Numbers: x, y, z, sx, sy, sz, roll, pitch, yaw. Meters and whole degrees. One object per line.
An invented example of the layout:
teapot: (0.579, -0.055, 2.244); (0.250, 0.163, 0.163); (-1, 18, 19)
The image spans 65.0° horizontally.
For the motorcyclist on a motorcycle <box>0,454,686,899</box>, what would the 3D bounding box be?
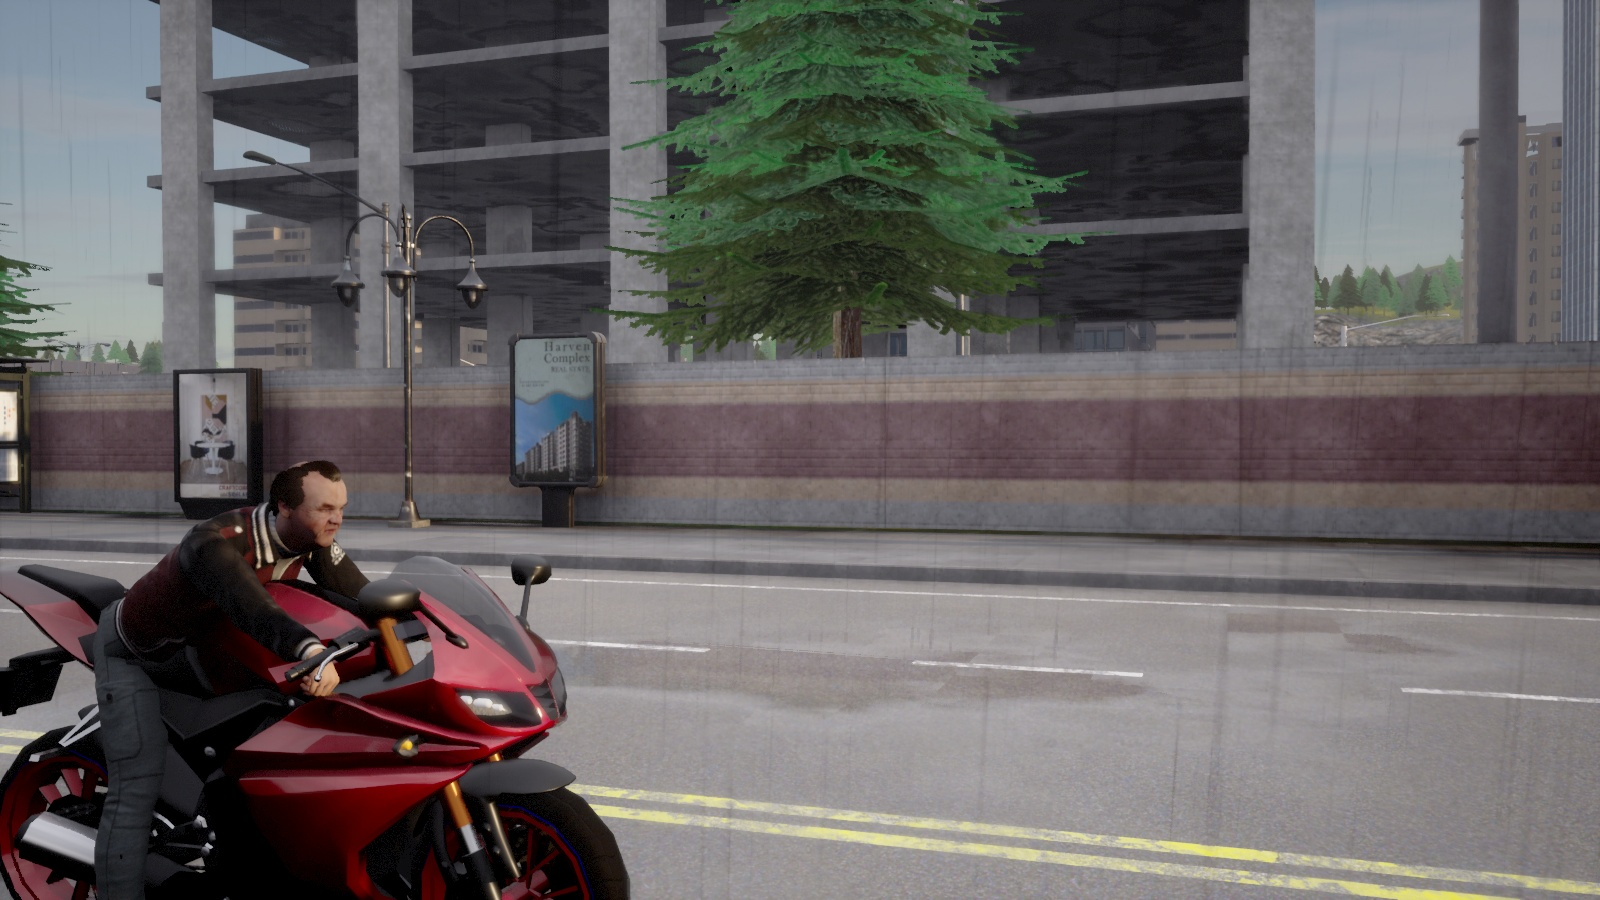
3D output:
motorcyclist on a motorcycle: (-1.520, 0.797, 3.704); (2.191, 1.530, 0.866); (1, 1, 19)
